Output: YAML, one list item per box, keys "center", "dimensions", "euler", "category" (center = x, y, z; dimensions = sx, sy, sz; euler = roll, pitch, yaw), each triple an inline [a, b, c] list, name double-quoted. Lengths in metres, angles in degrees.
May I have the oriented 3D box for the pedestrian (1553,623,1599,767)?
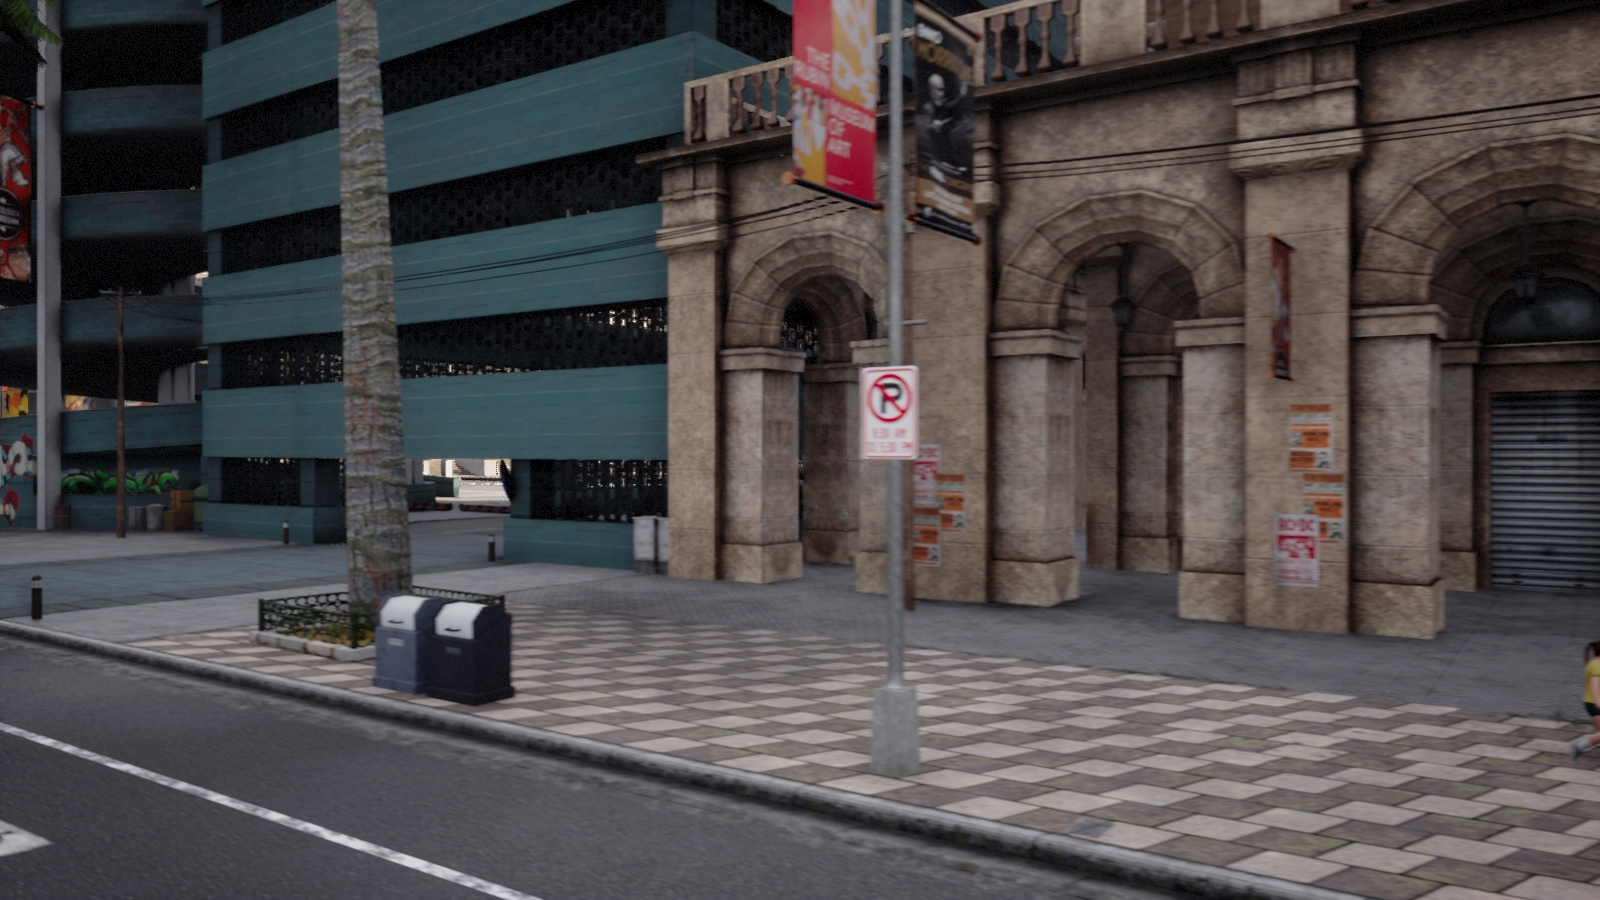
- center: [6.714, 2.076, 9.714]
  dimensions: [0.500, 1.100, 0.500]
  euler: [0, 0, 35]
  category: "pedestrian"
